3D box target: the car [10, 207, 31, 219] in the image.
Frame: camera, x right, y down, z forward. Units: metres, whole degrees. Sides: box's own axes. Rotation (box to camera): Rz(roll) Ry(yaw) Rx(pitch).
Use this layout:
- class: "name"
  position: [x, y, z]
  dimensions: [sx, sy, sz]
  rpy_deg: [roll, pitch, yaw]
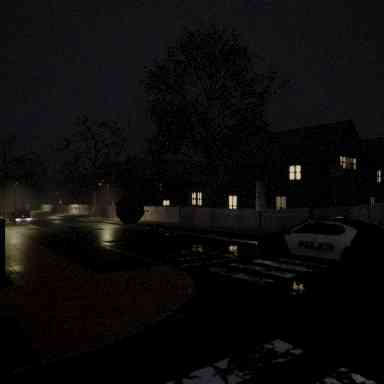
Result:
- class: "car"
  position: [-22.836, 2.729, 44.170]
  dimensions: [2.033, 1.411, 5.357]
  rpy_deg: [1, -2, -36]

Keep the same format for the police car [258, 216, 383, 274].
- class: "police car"
  position: [4.375, 1.602, 11.038]
  dimensions: [2.038, 1.542, 4.974]
  rpy_deg: [1, -3, -36]
